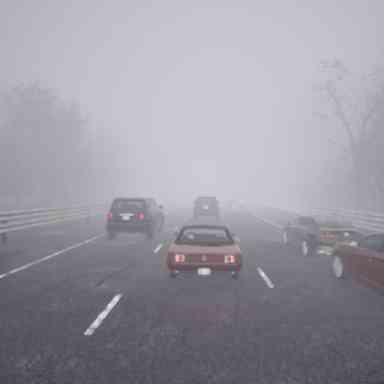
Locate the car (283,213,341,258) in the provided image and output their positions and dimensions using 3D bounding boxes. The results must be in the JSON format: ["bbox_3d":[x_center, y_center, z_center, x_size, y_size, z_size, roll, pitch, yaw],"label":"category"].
[{"bbox_3d":[4.924,1.608,13.069,1.837,1.490,4.892,1,0,2],"label":"car"}]

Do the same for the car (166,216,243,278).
[{"bbox_3d":[0.382,1.647,10.260,1.895,1.301,4.718,1,0,2],"label":"car"}]

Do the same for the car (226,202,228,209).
[{"bbox_3d":[6.101,1.831,49.077,2.033,1.411,5.357,1,0,5],"label":"car"}]

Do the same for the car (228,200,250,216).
[{"bbox_3d":[5.098,1.730,35.247,1.812,1.442,4.674,1,0,5],"label":"car"}]

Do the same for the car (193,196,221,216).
[{"bbox_3d":[1.261,1.357,28.714,2.150,2.045,5.566,1,0,3],"label":"car"}]

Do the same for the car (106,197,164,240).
[{"bbox_3d":[-2.826,1.267,17.519,2.150,2.045,5.566,1,0,3],"label":"car"}]

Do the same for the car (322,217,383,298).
[{"bbox_3d":[4.714,1.553,7.148,1.882,1.535,5.008,1,0,2],"label":"car"}]
